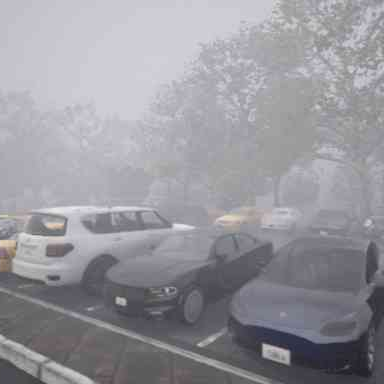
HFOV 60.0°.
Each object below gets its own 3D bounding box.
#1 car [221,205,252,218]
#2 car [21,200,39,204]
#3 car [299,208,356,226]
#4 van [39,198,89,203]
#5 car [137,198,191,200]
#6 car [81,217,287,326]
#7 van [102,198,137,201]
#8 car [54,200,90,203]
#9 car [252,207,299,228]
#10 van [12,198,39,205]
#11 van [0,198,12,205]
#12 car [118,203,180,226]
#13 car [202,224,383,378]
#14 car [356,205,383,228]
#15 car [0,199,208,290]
[{"bbox_3d":[3.327,1.644,21.472,1.946,1.575,5.366,0,0,36],"label":"car"},{"bbox_3d":[-14.488,1.835,34.636,2.097,1.535,5.008,-1,-1,36],"label":"car"},{"bbox_3d":[7.902,1.645,18.344,2.163,1.488,4.792,0,0,36],"label":"car"},{"bbox_3d":[-12.303,1.571,32.910,1.878,1.987,4.442,-1,0,36],"label":"van"},{"bbox_3d":[-1.032,1.428,24.900,2.435,2.045,5.566,0,0,36],"label":"car"},{"bbox_3d":[0.235,1.624,7.790,2.097,1.535,5.008,0,0,36],"label":"car"},{"bbox_3d":[-5.564,1.489,28.297,1.878,1.987,4.442,-1,0,36],"label":"van"},{"bbox_3d":[-9.992,1.793,31.403,2.163,1.488,4.792,-1,0,36],"label":"car"},{"bbox_3d":[5.676,1.671,19.993,2.002,1.452,4.674,0,0,36],"label":"car"},{"bbox_3d":[-16.667,1.649,36.355,1.878,1.987,4.442,-1,-1,36],"label":"van"},{"bbox_3d":[-19.046,1.689,37.793,1.878,1.987,4.442,-1,-1,36],"label":"van"},{"bbox_3d":[-3.305,1.725,26.479,2.163,1.488,4.792,0,0,36],"label":"car"},{"bbox_3d":[2.461,1.638,6.132,2.163,1.488,4.792,0,0,36],"label":"car"},{"bbox_3d":[10.078,1.474,16.840,2.185,1.767,4.553,0,0,36],"label":"car"},{"bbox_3d":[-2.000,1.389,9.440,2.435,2.045,5.566,0,0,36],"label":"car"}]
